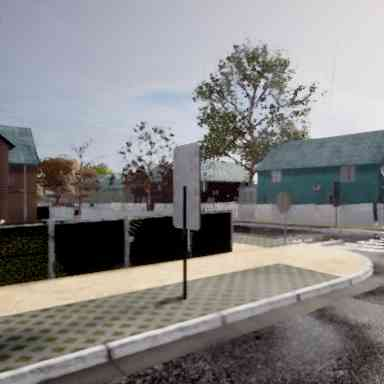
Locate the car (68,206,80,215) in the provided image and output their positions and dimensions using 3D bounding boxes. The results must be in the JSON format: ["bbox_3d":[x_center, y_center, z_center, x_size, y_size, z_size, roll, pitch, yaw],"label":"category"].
[{"bbox_3d":[-16.945,2.698,48.273,1.895,1.301,4.718,0,-2,-35],"label":"car"}]
